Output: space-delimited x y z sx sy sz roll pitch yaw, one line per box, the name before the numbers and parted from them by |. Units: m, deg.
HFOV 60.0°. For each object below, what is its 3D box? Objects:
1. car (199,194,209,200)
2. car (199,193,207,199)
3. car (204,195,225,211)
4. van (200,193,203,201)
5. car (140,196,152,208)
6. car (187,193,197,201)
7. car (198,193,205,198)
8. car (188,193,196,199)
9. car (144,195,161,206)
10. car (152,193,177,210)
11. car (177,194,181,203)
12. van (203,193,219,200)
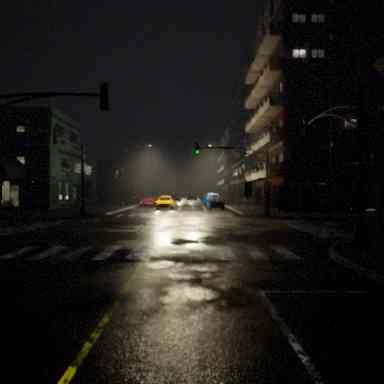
car | 2.713 1.057 76.514 1.947 1.339 4.313 1 0 0
car | 2.714 1.014 82.095 1.947 1.339 4.313 1 0 0
car | 2.707 1.316 37.450 2.008 1.369 4.403 1 0 0
van | 2.713 0.993 54.191 1.690 1.788 3.998 1 0 0
car | -5.673 1.310 42.996 1.802 1.307 4.206 1 0 0
car | 0.010 1.120 67.316 1.994 1.385 4.181 0 0 0
car | 2.716 0.906 93.256 1.887 1.381 4.507 1 0 0
car | 0.010 0.869 77.358 1.994 1.385 4.181 0 0 0
car | -5.671 1.235 48.576 1.887 1.381 4.507 1 0 0
car | -3.080 1.235 38.686 1.882 1.535 5.008 0 0 0
car | -3.002 1.120 59.703 1.837 1.490 4.892 0 0 0
van | 2.711 1.069 43.028 1.690 1.788 3.998 1 0 0
